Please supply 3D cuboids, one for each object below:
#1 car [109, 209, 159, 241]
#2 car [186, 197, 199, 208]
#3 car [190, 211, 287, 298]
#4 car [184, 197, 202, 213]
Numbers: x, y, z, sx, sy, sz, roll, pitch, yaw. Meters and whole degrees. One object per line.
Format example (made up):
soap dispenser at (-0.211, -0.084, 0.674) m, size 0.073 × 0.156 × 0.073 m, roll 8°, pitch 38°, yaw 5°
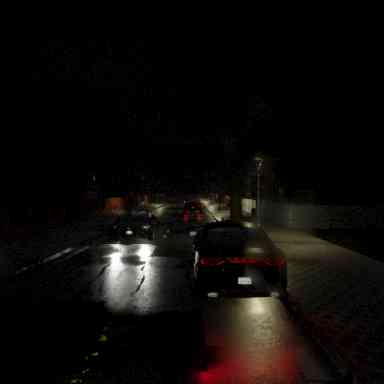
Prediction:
car at (-2.733, 1.560, 16.426) m, size 1.994 × 1.385 × 4.181 m, roll 0°, pitch 0°, yaw 0°
car at (0.050, 1.495, 47.194) m, size 1.812 × 1.442 × 4.674 m, roll 0°, pitch 0°, yaw 0°
car at (0.971, 1.476, 8.574) m, size 1.882 × 1.535 × 5.008 m, roll 0°, pitch 0°, yaw 0°
car at (0.116, 1.460, 37.033) m, size 1.882 × 1.535 × 5.008 m, roll 0°, pitch 0°, yaw 1°
